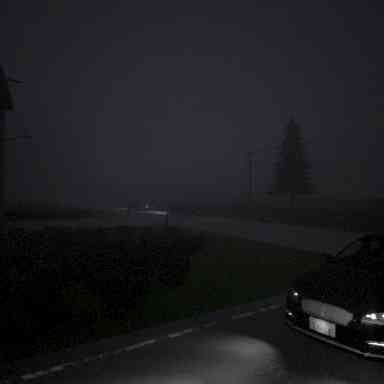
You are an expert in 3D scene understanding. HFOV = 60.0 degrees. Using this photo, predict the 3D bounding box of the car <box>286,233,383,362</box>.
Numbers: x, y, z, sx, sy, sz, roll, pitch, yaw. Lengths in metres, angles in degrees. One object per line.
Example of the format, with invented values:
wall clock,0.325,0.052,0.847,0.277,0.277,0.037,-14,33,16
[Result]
car,3.677,1.541,5.904,4.902,1.511,2.128,1,0,-37

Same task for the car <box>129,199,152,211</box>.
car,-6.794,1.683,43.889,1.812,1.442,4.674,1,0,-30

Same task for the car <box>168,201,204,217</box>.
car,-0.698,1.641,33.397,2.128,1.511,4.902,1,0,-30
